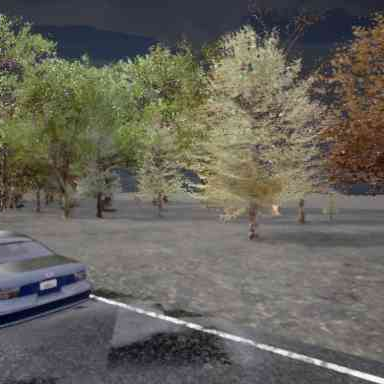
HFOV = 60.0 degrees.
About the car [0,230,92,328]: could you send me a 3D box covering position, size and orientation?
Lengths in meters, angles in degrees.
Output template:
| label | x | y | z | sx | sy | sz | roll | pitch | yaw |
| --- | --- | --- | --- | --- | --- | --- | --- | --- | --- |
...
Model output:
| label | x | y | z | sx | sy | sz | roll | pitch | yaw |
| --- | --- | --- | --- | --- | --- | --- | --- | --- | --- |
| car | -4.344 | 1.512 | 6.782 | 5.357 | 1.411 | 2.033 | 0 | 1 | 35 |
